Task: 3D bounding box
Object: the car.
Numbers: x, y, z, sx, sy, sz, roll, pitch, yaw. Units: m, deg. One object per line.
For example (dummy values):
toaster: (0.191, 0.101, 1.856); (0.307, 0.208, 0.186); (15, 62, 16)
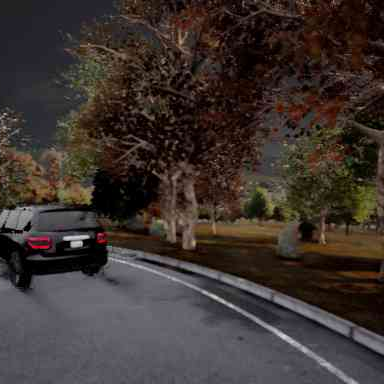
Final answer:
car: (-4.639, 1.376, 10.037); (2.150, 2.045, 5.566); (1, -1, -43)
